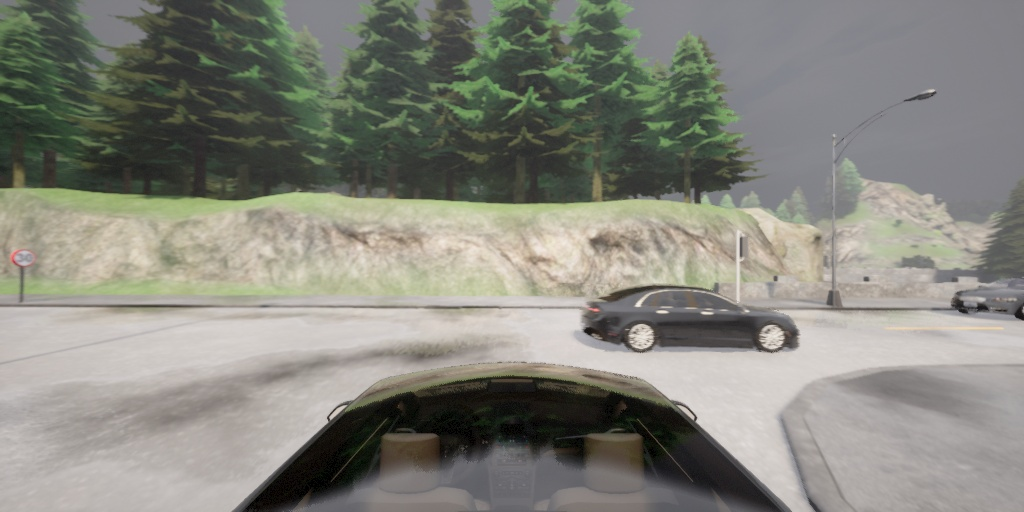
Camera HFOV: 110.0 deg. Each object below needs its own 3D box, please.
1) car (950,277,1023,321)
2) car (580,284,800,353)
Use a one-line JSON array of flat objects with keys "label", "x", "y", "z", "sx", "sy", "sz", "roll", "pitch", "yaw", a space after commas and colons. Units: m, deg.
[{"label": "car", "x": 19.289, "y": 1.532, "z": 13.273, "sx": 4.902, "sy": 1.511, "sz": 2.128, "roll": 1, "pitch": -1, "yaw": -2}, {"label": "car", "x": 4.114, "y": 1.450, "z": 8.583, "sx": 4.892, "sy": 1.490, "sz": 1.837, "roll": 1, "pitch": -1, "yaw": -2}]
